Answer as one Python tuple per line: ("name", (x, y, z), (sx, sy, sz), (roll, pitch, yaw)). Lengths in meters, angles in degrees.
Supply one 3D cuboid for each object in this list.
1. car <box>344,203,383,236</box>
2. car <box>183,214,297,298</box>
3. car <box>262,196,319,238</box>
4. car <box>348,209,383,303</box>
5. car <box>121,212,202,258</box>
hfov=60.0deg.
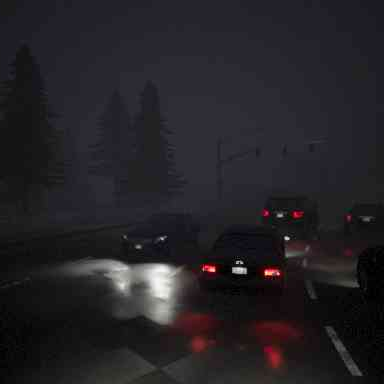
("car", (9.513, 1.352, 17.775), (2.097, 1.767, 4.553), (0, 0, 32))
("car", (1.544, 1.546, 8.773), (2.033, 1.411, 5.357), (0, 0, 15))
("car", (5.480, 1.219, 18.222), (2.150, 2.045, 5.566), (0, 0, 28))
("car", (4.430, 1.351, 5.455), (2.097, 1.767, 4.553), (0, 0, 9))
("car", (-0.941, 1.521, 13.056), (1.812, 1.442, 4.674), (0, 0, 21))
